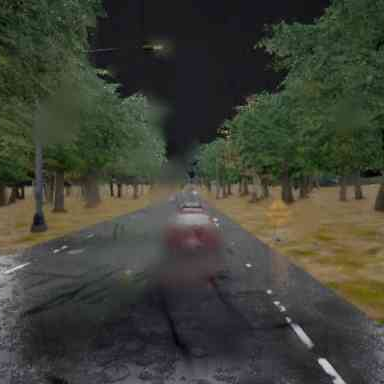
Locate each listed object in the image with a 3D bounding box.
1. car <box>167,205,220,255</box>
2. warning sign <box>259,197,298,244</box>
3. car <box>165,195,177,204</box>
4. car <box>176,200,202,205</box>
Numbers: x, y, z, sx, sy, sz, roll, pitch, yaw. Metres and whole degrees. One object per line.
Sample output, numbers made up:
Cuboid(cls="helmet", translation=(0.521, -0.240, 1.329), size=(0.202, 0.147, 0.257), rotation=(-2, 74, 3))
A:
Cuboid(cls="car", translation=(0.054, 1.510, 13.617), size=(1.882, 1.535, 5.008), rotation=(0, 0, 0))
Cuboid(cls="warning sign", translation=(3.554, 1.150, 13.759), size=(1.300, 1.860, 1.060), rotation=(0, 0, 0))
Cuboid(cls="car", translation=(-3.561, 1.294, 57.563), size=(2.128, 1.511, 4.902), rotation=(0, 0, 1))
Cuboid(cls="car", translation=(0.043, 1.470, 27.413), size=(2.128, 1.511, 4.902), rotation=(0, 0, 0))
